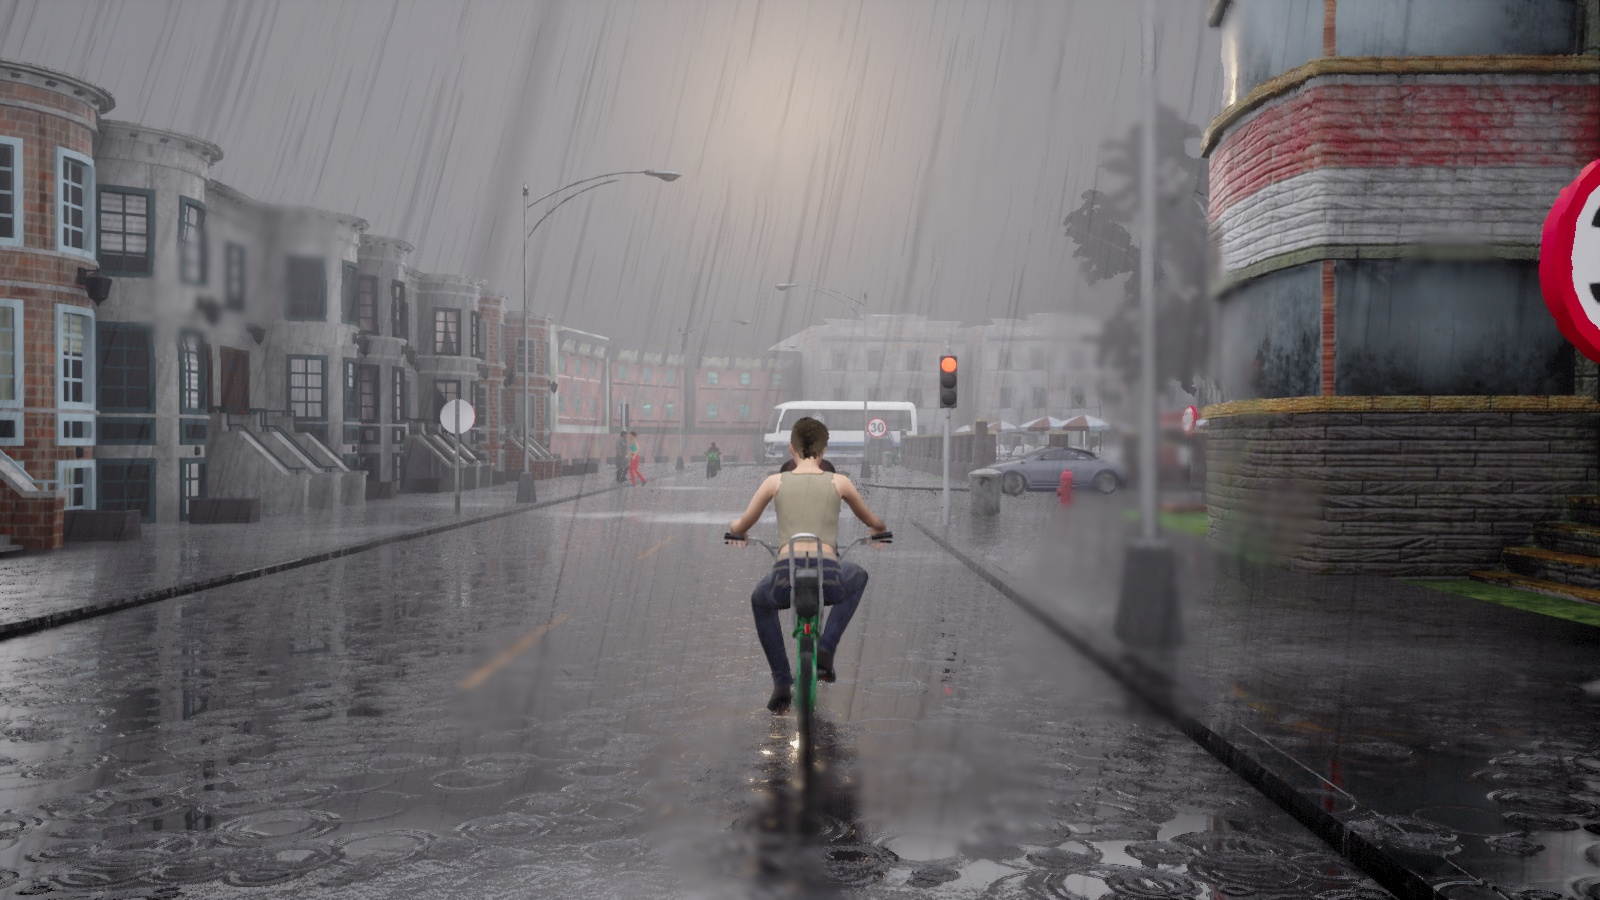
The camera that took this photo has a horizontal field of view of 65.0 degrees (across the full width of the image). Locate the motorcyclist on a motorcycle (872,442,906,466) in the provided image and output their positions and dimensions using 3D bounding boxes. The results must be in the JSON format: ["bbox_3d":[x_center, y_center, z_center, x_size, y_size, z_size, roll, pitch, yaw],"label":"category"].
[{"bbox_3d":[5.735,0.271,80.912,2.044,1.523,0.797,0,2,-17],"label":"motorcyclist on a motorcycle"}]

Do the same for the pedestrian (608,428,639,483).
[{"bbox_3d":[-6.295,0.194,44.802,0.873,1.952,0.659,0,0,27],"label":"pedestrian"}]

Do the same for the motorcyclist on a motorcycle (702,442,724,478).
[{"bbox_3d":[-3.723,0.415,54.162,0.797,1.523,2.044,0,0,0],"label":"motorcyclist on a motorcycle"}]

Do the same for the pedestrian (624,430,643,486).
[{"bbox_3d":[-5.478,0.257,41.350,0.594,1.836,0.345,0,0,-7],"label":"pedestrian"}]

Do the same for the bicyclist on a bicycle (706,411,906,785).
[{"bbox_3d":[0.040,0.649,6.190,0.866,1.612,1.509,0,-1,1],"label":"bicyclist on a bicycle"}]

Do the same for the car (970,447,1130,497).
[{"bbox_3d":[7.104,0.610,35.944,4.181,1.385,1.994,0,0,0],"label":"car"}]

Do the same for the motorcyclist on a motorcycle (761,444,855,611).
[{"bbox_3d":[0.080,0.709,12.643,0.866,1.530,2.191,0,0,0],"label":"motorcyclist on a motorcycle"}]

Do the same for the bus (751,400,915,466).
[{"bbox_3d":[2.171,-1.115,83.775,10.273,4.253,3.944,0,1,-12],"label":"bus"}]
